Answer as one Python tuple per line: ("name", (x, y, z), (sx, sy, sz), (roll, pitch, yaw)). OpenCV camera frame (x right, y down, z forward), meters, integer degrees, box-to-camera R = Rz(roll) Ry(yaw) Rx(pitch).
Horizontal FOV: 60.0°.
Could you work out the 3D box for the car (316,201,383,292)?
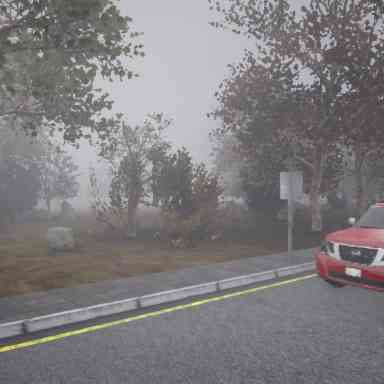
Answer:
("car", (5.427, 1.222, 8.150), (5.566, 2.045, 2.150), (0, 0, -35))
